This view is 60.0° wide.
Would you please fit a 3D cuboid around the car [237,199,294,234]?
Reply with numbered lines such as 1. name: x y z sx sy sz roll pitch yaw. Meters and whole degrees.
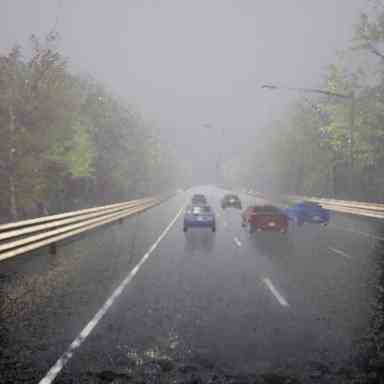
1. car: 3.940 1.393 18.697 1.882 1.535 5.008 0 1 1

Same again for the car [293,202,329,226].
1. car: 7.513 1.374 22.396 1.882 1.535 5.008 0 1 1

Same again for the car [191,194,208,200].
1. car: 0.916 0.991 42.840 1.837 1.490 4.892 0 1 1

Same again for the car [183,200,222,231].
1. car: 0.453 1.429 19.760 2.033 1.411 5.357 0 1 1

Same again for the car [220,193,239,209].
1. car: 4.315 0.976 37.560 2.097 1.767 4.553 0 1 1
